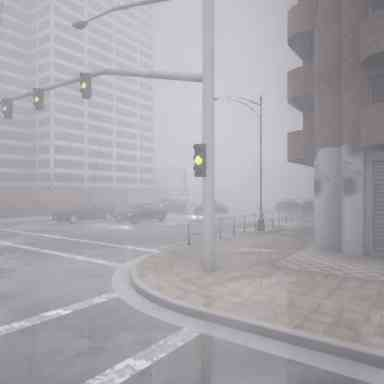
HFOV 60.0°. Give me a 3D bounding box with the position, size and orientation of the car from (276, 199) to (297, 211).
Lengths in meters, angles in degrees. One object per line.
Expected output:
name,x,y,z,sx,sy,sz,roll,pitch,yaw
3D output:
car,11.704,1.526,40.670,1.812,1.442,4.674,0,0,35

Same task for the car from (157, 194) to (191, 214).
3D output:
car,-2.489,1.352,33.040,2.097,1.767,4.553,0,0,35

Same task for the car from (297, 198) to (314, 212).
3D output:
car,13.923,1.504,37.719,1.837,1.490,4.892,0,0,35

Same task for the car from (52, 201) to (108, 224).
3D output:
car,-8.070,1.477,25.175,1.882,1.535,5.008,0,0,35

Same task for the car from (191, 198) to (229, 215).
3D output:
car,1.933,1.564,33.209,1.994,1.385,4.181,0,0,36

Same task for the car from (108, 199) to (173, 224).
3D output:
car,-3.769,1.525,25.160,1.812,1.442,4.674,0,0,35
